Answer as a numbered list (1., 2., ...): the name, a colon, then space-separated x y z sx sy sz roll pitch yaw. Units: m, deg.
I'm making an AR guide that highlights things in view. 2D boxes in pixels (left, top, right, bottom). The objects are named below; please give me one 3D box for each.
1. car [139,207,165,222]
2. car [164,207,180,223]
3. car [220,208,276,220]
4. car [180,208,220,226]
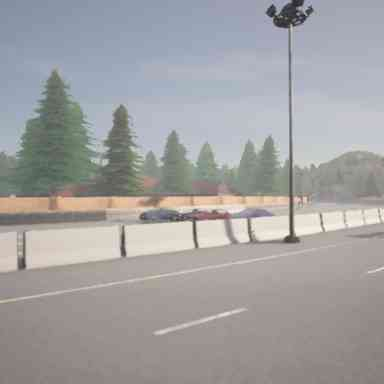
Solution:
1. car: -3.073 2.172 32.628 4.181 1.385 1.994 1 -1 -40
2. car: 0.141 2.154 30.748 4.718 1.301 1.895 1 -1 -40
3. car: 4.621 1.955 25.378 4.674 1.442 1.812 1 -1 -40
4. car: 1.670 2.086 27.463 4.718 1.301 1.895 1 -1 -40
